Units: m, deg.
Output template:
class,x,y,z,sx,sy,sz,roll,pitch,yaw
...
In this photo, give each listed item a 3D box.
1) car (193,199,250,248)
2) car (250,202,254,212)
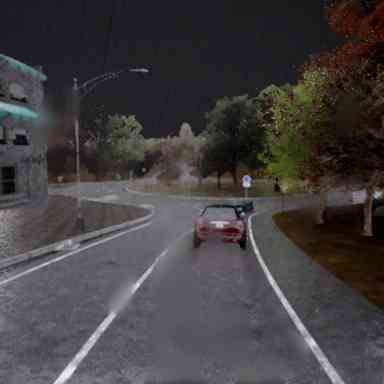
class,x,y,z,sx,sy,sz,roll,pitch,yaw
car,1.318,1.303,14.846,2.097,1.767,4.553,1,0,7
car,3.979,1.220,28.351,1.895,1.301,4.718,2,4,20
